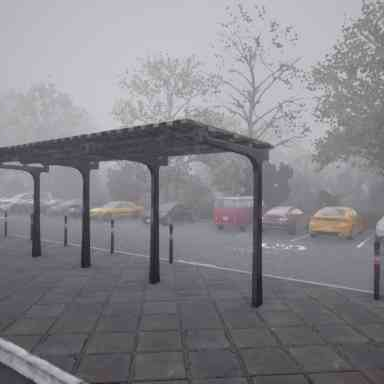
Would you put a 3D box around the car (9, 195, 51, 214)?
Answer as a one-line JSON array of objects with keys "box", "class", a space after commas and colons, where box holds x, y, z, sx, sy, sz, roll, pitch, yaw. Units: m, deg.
[{"box": [-15.027, 1.362, 33.356, 2.097, 1.535, 5.008, 0, 0, 35], "class": "car"}]

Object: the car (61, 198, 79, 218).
[{"box": [-8.223, 1.433, 28.557, 2.163, 1.488, 4.792, 0, 0, 35], "class": "car"}]

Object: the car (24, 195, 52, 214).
[{"box": [-12.763, 1.376, 31.750, 2.097, 1.535, 5.008, 0, 0, 35], "class": "car"}]

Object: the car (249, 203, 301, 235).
[{"box": [5.338, 1.527, 18.893, 2.002, 1.452, 4.674, 0, 0, 35], "class": "car"}]

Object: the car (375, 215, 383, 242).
[{"box": [9.867, 1.556, 15.681, 2.002, 1.452, 4.674, 0, 0, 35], "class": "car"}]

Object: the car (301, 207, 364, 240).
[{"box": [7.602, 1.501, 17.285, 2.097, 1.535, 5.008, 0, 0, 35], "class": "car"}]

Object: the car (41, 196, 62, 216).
[{"box": [-10.499, 1.391, 30.144, 2.231, 1.521, 4.892, 0, 0, 35], "class": "car"}]

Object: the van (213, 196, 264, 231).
[{"box": [3.146, 1.247, 20.596, 1.878, 1.987, 4.442, 0, 0, 35], "class": "van"}]

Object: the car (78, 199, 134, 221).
[{"box": [-6.084, 1.415, 26.776, 1.946, 1.575, 5.366, 0, 0, 35], "class": "car"}]

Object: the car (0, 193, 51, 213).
[{"box": [-17.309, 1.097, 34.935, 2.435, 2.045, 5.566, 0, 0, 35], "class": "car"}]

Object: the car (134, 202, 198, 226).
[{"box": [-1.466, 1.475, 23.690, 2.163, 1.488, 4.792, 0, 0, 35], "class": "car"}]
